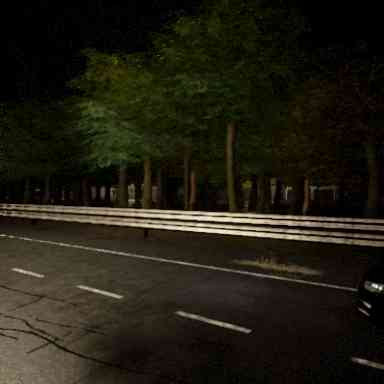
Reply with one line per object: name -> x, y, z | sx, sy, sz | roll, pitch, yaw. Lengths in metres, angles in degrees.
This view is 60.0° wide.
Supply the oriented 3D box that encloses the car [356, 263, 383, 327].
car -> 5.009, 1.493, 4.595 | 4.902, 1.511, 2.128 | 0, 0, 35
